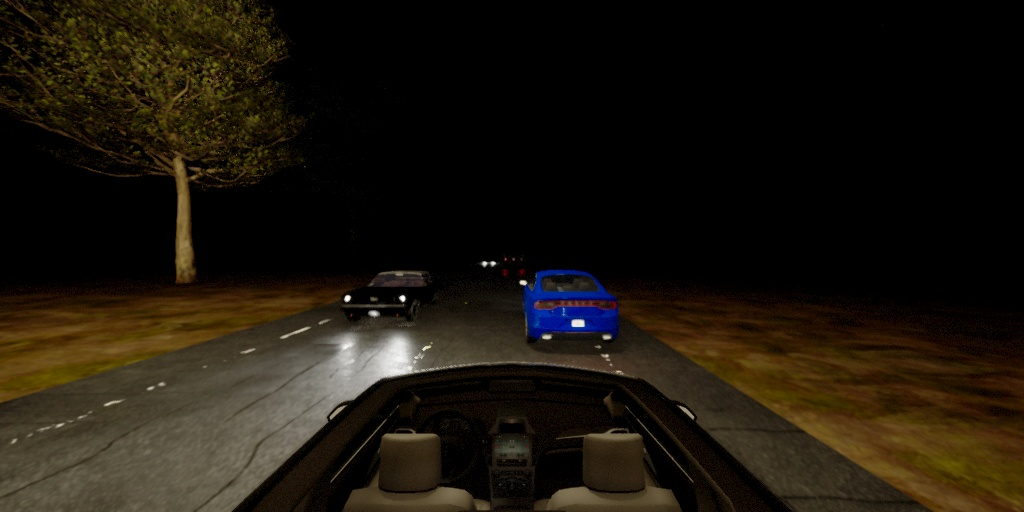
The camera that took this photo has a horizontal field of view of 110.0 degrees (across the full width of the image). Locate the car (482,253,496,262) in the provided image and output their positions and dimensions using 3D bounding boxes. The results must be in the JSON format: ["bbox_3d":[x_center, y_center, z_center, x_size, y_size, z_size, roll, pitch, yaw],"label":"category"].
[{"bbox_3d":[-3.396,0.179,53.975,1.994,1.385,4.181,0,1,1],"label":"car"}]

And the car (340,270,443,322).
[{"bbox_3d":[-3.565,1.145,11.507,1.895,1.301,4.718,0,1,0],"label":"car"}]

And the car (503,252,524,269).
[{"bbox_3d":[0.178,0.330,37.512,2.097,1.767,4.553,0,1,1],"label":"car"}]

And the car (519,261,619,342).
[{"bbox_3d":[1.249,1.069,9.217,1.882,1.535,5.008,0,1,0],"label":"car"}]
